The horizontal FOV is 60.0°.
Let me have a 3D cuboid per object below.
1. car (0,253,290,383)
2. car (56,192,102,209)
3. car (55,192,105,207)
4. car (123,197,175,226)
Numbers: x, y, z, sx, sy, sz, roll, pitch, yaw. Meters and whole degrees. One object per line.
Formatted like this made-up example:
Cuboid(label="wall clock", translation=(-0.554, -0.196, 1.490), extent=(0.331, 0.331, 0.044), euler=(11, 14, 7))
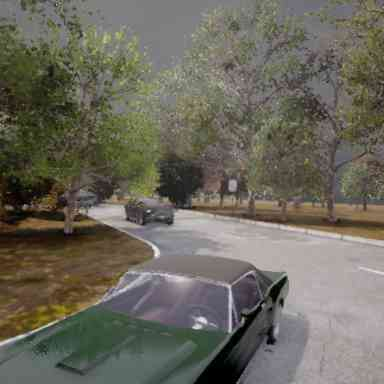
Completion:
Cuboid(label="car", translation=(-0.147, 1.579, 4.068), extent=(1.895, 1.301, 4.718), euler=(1, 1, 26))
Cuboid(label="car", translation=(-11.406, 0.758, 31.611), extent=(4.902, 1.511, 2.128), euler=(1, 0, 24))
Cuboid(label="car", translation=(-11.915, 0.765, 35.410), extent=(4.902, 1.511, 2.128), euler=(1, 0, 23))
Cuboid(label="car", translation=(-2.617, 1.056, 19.426), extent=(1.837, 1.490, 4.892), euler=(1, 0, -27))
